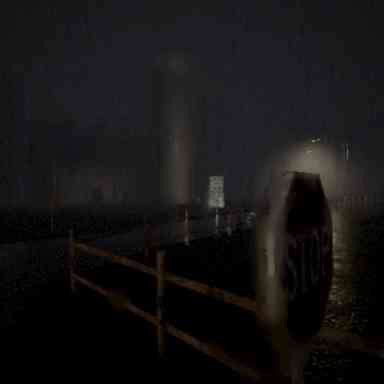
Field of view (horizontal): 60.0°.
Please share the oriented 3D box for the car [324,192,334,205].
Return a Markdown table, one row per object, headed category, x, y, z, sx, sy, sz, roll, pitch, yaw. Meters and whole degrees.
| category | x | y | z | sx | sy | sz | roll | pitch | yaw |
| --- | --- | --- | --- | --- | --- | --- | --- | --- | --- |
| car | 18.628 | 0.980 | 47.900 | 2.150 | 2.045 | 5.566 | -2 | -1 | 39 |
